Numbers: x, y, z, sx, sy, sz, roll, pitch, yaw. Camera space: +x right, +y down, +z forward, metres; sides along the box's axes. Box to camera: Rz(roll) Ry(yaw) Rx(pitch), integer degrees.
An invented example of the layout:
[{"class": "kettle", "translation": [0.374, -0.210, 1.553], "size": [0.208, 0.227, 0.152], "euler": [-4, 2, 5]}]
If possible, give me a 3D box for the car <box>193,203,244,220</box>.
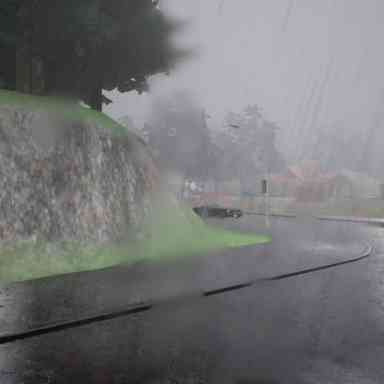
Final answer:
[{"class": "car", "translation": [2.198, 1.601, 28.396], "size": [1.895, 1.301, 4.718], "euler": [0, 0, -35]}]
